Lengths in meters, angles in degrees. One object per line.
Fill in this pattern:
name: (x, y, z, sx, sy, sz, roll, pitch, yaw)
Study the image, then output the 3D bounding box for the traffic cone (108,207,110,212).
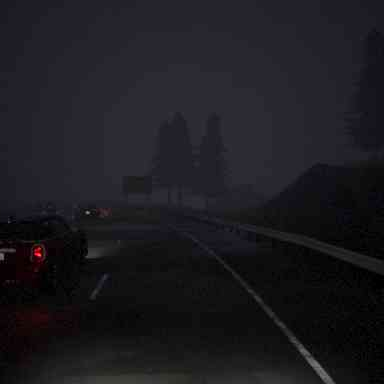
traffic cone: (-8.402, 2.030, 32.978, 0.340, 0.580, 0.340, 0, 0, -22)

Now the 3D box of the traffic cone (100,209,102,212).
traffic cone: (-9.138, 2.035, 34.838, 0.340, 0.580, 0.340, 0, 0, -22)

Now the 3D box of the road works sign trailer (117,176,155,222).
road works sign trailer: (-4.447, 0.519, 27.019, 2.380, 3.560, 2.880, 0, 0, -22)

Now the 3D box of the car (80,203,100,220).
car: (-9.038, 1.633, 28.513, 1.994, 1.385, 4.181, 0, 0, -20)

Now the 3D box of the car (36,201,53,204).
car: (-13.632, 1.577, 30.744, 2.128, 1.511, 4.902, 0, 0, -22)

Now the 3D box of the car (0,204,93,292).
car: (-4.302, 1.378, 9.080, 2.097, 1.767, 4.553, 0, 0, -6)
